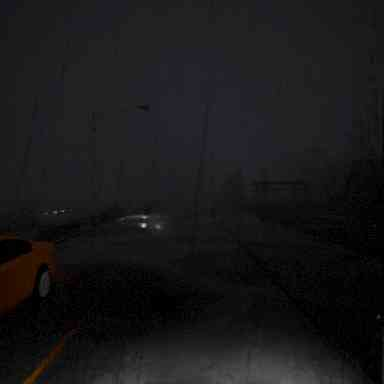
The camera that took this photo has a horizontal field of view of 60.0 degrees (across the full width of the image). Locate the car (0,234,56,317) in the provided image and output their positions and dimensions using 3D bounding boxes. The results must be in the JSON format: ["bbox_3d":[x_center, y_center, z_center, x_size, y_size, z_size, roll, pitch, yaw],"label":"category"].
[{"bbox_3d":[-4.068,1.506,5.626,1.882,1.535,5.008,0,0,0],"label":"car"}]

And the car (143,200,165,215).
[{"bbox_3d":[-4.078,1.656,36.179,1.882,1.535,5.008,0,0,0],"label":"car"}]
